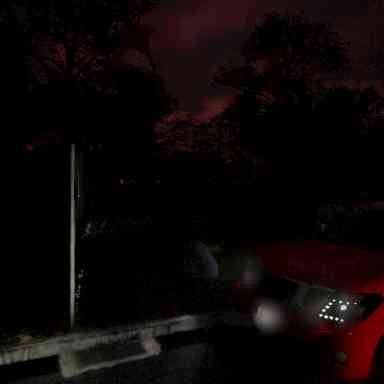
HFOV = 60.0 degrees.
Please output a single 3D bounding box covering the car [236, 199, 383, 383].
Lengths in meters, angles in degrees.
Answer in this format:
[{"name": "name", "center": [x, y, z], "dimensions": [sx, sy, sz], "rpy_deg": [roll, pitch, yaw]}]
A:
[{"name": "car", "center": [3.433, 1.144, 5.027], "dimensions": [5.566, 2.045, 2.150], "rpy_deg": [0, 1, -22]}]
